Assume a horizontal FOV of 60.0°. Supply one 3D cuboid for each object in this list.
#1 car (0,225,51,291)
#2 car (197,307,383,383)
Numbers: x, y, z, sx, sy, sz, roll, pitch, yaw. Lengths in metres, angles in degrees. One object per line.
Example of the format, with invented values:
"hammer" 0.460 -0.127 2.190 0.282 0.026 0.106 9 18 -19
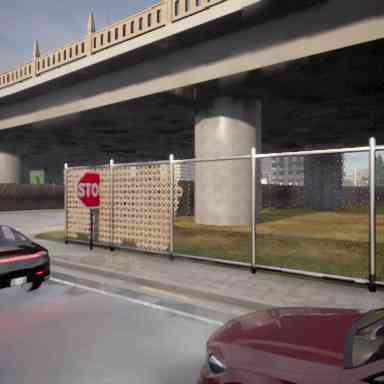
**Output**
"car" -5.277 1.489 7.750 4.902 1.511 2.128 0 0 35
"car" 2.228 1.526 2.399 4.674 1.442 1.812 0 0 35
